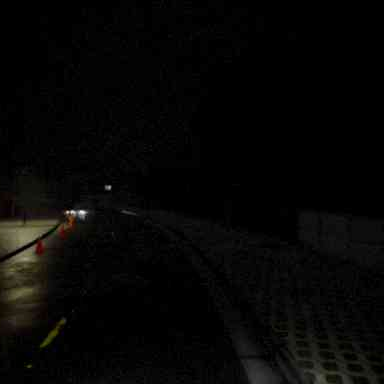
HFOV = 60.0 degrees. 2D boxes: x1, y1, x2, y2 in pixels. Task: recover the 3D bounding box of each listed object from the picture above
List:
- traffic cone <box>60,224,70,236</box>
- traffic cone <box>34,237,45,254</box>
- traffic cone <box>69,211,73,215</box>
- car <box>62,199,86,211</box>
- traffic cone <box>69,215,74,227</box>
[{"bbox_3d":[-6.551,1.939,16.890,0.340,0.580,0.340,0,0,-14],"label":"traffic cone"},{"bbox_3d":[-5.565,1.946,12.145,0.340,0.580,0.340,0,0,-10],"label":"traffic cone"},{"bbox_3d":[-9.391,1.927,26.151,0.340,0.580,0.340,0,0,-21],"label":"traffic cone"},{"bbox_3d":[-14.382,1.513,40.456,1.994,1.385,4.181,0,0,-33],"label":"car"},{"bbox_3d":[-7.828,1.932,21.565,0.340,0.580,0.340,0,0,-17],"label":"traffic cone"}]
